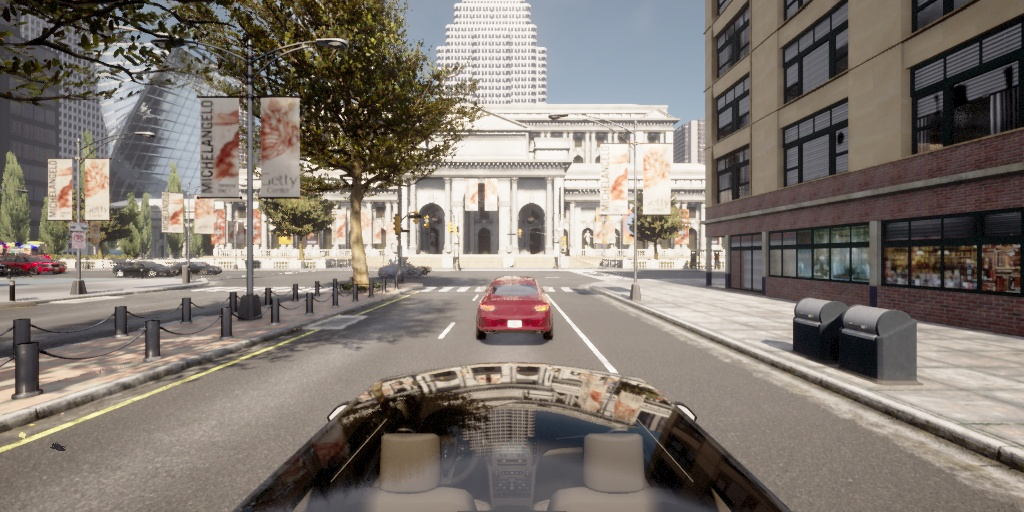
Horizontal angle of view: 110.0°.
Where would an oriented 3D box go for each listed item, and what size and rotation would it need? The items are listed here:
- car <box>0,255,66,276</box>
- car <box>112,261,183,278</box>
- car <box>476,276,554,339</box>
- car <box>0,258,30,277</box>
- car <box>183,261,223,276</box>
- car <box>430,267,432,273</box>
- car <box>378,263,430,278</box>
[{"bbox_3d":[-49.662,0.968,36.873,5.566,2.045,2.150,0,0,-1],"label":"car"},{"bbox_3d":[-34.103,1.255,33.366,4.892,1.490,1.837,0,0,0],"label":"car"},{"bbox_3d":[0.074,1.276,9.929,1.812,1.442,4.674,0,0,0],"label":"car"},{"bbox_3d":[-48.858,1.227,33.352,5.008,1.535,1.882,0,0,-1],"label":"car"},{"bbox_3d":[-32.503,1.276,36.862,4.674,1.442,1.812,0,0,0],"label":"car"},{"bbox_3d":[-10.692,1.351,36.750,4.718,1.301,1.895,0,0,0],"label":"car"},{"bbox_3d":[-10.163,1.314,33.247,4.181,1.385,1.994,0,0,0],"label":"car"}]
